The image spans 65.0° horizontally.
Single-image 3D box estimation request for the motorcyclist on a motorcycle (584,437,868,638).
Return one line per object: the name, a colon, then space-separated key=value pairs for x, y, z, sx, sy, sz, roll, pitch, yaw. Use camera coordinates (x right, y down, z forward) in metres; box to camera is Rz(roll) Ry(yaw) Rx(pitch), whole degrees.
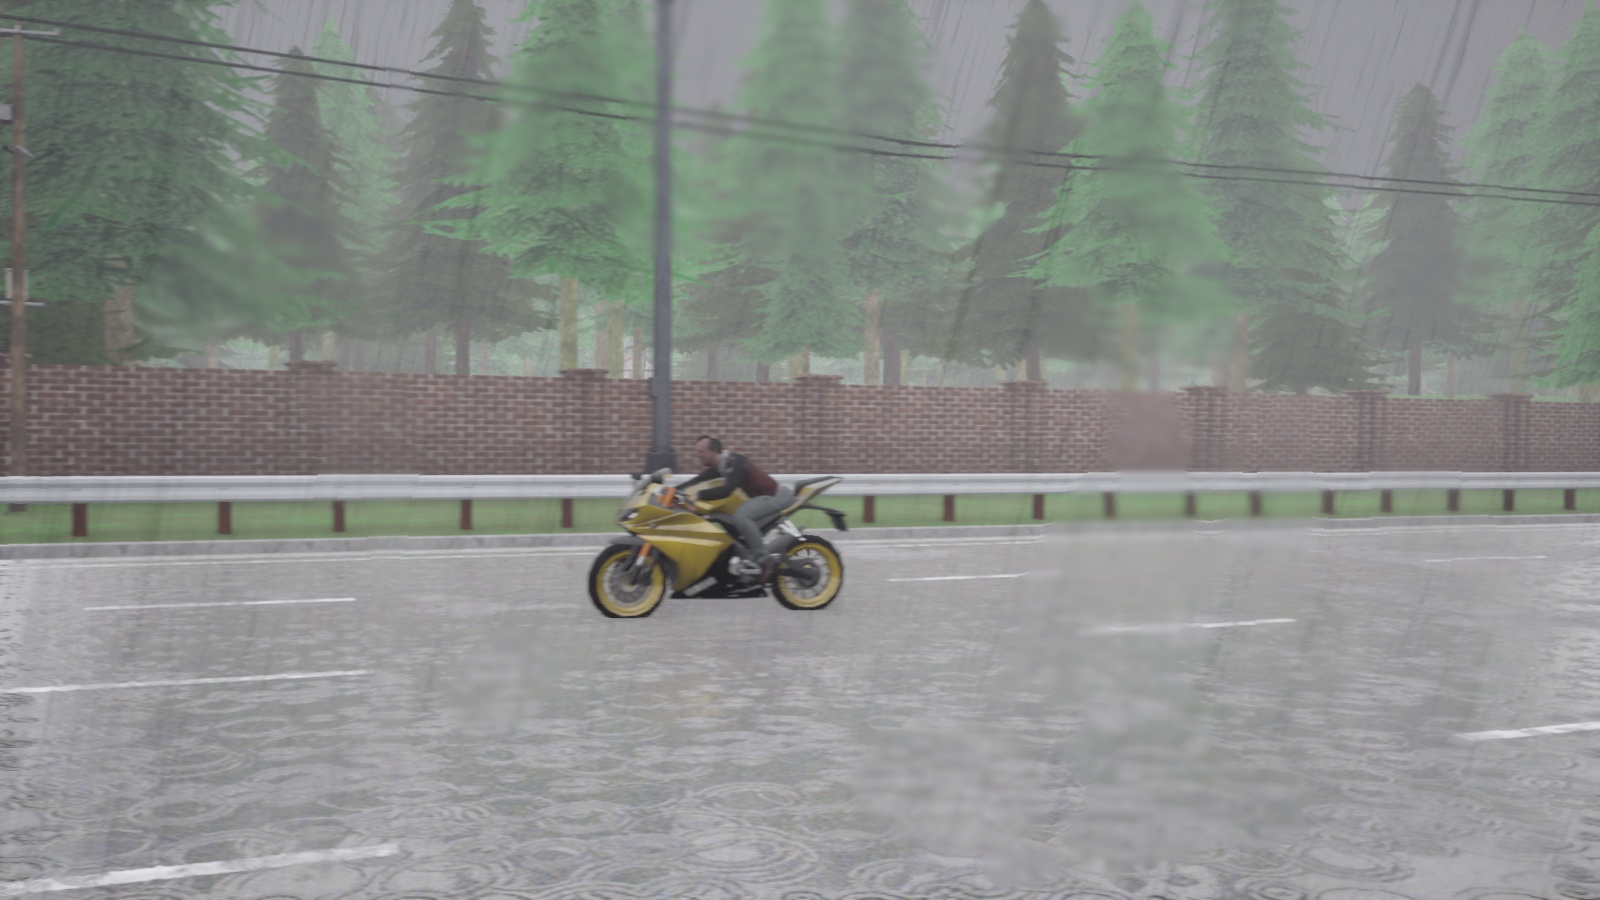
motorcyclist on a motorcycle: x=-0.619 y=0.669 z=10.492 sx=2.191 sy=1.530 sz=0.866 roll=-1 pitch=1 yaw=-21
